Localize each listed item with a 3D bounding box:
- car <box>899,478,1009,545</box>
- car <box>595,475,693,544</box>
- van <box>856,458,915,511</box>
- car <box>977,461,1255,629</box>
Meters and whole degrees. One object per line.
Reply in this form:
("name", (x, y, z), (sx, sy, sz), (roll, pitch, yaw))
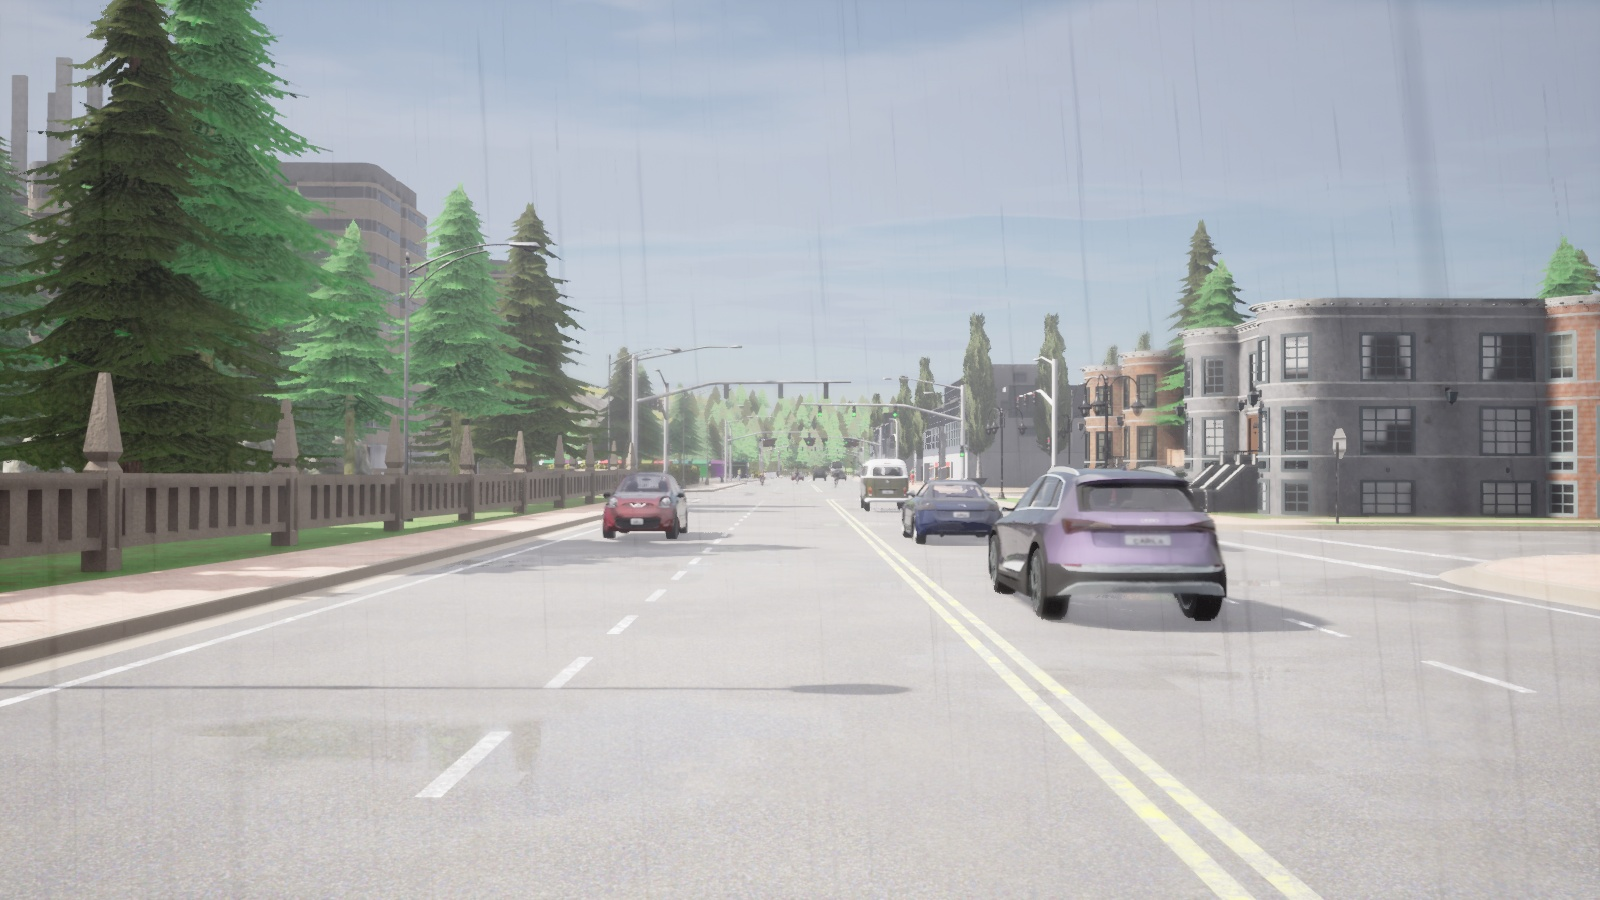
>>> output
("car", (3.435, 1.346, 28.735), (1.994, 1.385, 4.181), (0, -1, 0))
("car", (-3.565, 1.333, 29.247), (1.845, 1.501, 3.633), (0, -1, 0))
("van", (3.386, 1.372, 50.618), (2.069, 2.038, 4.480), (0, -1, 0))
("car", (3.467, 0.979, 14.844), (2.033, 1.649, 4.856), (0, -1, 0))
